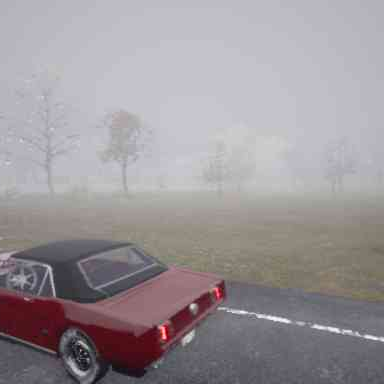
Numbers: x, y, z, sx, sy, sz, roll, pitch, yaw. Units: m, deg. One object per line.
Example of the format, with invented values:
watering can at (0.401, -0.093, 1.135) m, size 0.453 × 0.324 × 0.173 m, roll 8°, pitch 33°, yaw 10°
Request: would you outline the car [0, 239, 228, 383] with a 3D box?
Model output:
car at (-1.981, 1.413, 5.003) m, size 4.718 × 1.301 × 1.895 m, roll 0°, pitch 3°, yaw 29°
